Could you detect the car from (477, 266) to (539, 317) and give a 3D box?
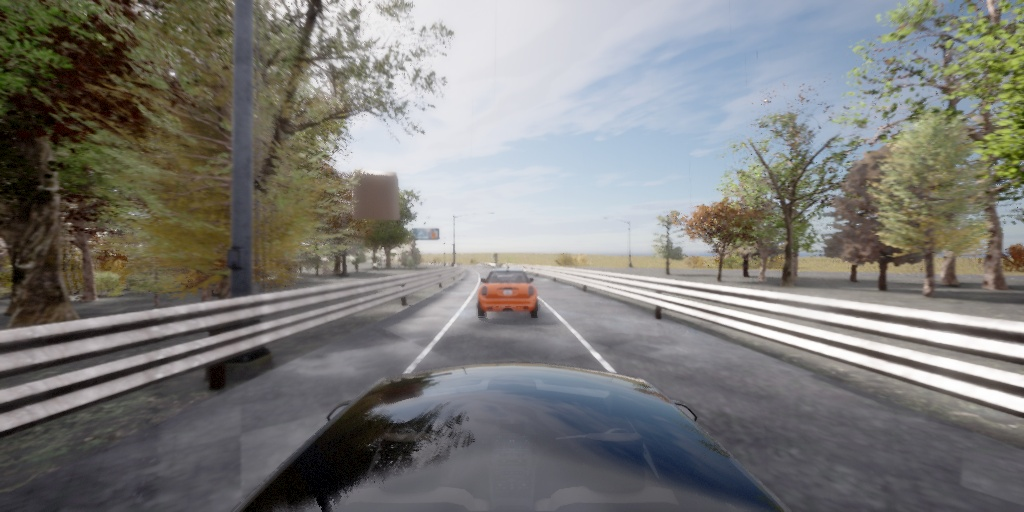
[{"bbox_3d":[-0.185,1.252,14.013,2.097,1.767,4.553,0,-1,-1],"label":"car"}]
